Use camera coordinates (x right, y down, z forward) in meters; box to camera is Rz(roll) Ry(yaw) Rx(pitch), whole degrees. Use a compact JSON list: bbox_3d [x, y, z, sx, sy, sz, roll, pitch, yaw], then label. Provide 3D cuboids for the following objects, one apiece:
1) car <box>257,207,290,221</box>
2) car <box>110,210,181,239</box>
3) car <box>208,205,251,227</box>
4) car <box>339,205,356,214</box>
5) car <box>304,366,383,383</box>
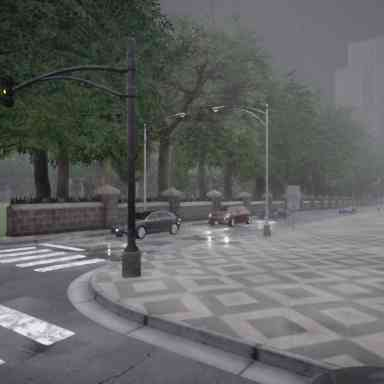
[{"bbox_3d":[8.991,2.294,36.129,2.033,1.411,5.357,0,-1,35],"label":"car"},{"bbox_3d":[-2.599,1.833,19.657,1.837,1.490,4.892,0,-1,35],"label":"car"},{"bbox_3d":[3.208,1.888,27.913,2.097,1.767,4.553,0,-1,35],"label":"car"},{"bbox_3d":[24.836,2.782,53.107,2.033,1.411,5.357,0,-1,34],"label":"car"},{"bbox_3d":[2.454,1.551,1.218,4.403,1.369,2.008,0,0,35],"label":"car"}]
